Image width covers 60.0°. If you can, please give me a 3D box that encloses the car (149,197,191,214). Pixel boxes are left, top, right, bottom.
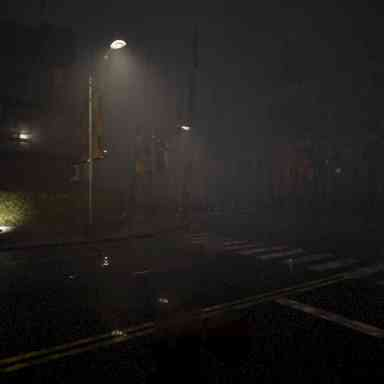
[{"bbox_3d":[-2.397,1.523,34.987,1.812,1.442,4.674,0,0,-35],"label":"car"}]

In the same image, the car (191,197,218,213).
[{"bbox_3d":[0.688,1.560,36.683,1.994,1.385,4.181,0,0,-35],"label":"car"}]

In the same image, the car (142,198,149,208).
[{"bbox_3d":[-5.113,1.488,45.110,2.128,1.511,4.902,0,0,-34],"label":"car"}]

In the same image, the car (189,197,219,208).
[{"bbox_3d":[1.760,1.473,49.498,1.882,1.535,5.008,0,0,-35],"label":"car"}]
